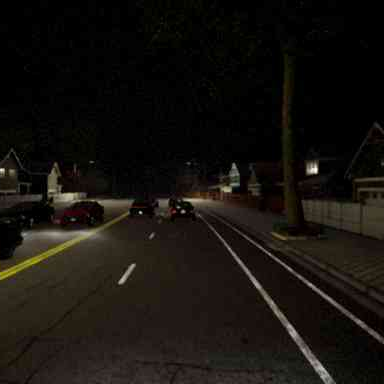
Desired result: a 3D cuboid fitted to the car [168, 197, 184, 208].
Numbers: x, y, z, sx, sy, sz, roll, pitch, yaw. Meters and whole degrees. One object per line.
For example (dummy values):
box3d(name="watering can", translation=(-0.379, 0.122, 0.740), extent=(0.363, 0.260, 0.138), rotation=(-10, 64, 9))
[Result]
box3d(name="car", translation=(-2.104, 1.312, 43.316), extent=(1.895, 1.301, 4.718), rotation=(0, 0, -5))

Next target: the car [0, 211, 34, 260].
box3d(name="car", translation=(-6.740, 1.487, 9.305), extent=(2.033, 1.411, 5.357), rotation=(0, 0, -1))

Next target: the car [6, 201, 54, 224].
box3d(name="car", translation=(-10.299, 1.340, 20.933), extent=(1.882, 1.535, 5.008), rotation=(0, 1, -2))

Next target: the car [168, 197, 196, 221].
box3d(name="car", translation=(-0.709, 1.375, 25.260), extent=(2.033, 1.411, 5.357), rotation=(0, 0, -3))

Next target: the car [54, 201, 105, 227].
box3d(name="car", translation=(-7.082, 1.331, 21.957), extent=(1.882, 1.535, 5.008), rotation=(0, 0, -3))

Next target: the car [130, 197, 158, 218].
box3d(name="car", translation=(-4.148, 1.316, 28.223), extent=(1.837, 1.490, 4.892), rotation=(0, 1, -4))
